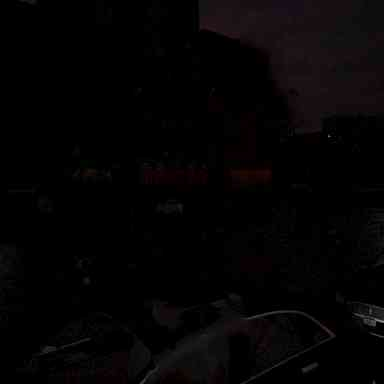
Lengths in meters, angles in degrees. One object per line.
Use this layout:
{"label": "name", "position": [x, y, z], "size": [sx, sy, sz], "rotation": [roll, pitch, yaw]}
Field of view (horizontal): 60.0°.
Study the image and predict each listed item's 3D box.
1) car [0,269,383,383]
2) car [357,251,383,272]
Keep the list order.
{"label": "car", "position": [-0.225, 1.550, 2.674], "size": [4.403, 1.369, 2.008], "rotation": [0, -2, -35]}
{"label": "car", "position": [4.214, 1.549, 5.835], "size": [4.403, 1.369, 2.008], "rotation": [0, -2, -35]}
